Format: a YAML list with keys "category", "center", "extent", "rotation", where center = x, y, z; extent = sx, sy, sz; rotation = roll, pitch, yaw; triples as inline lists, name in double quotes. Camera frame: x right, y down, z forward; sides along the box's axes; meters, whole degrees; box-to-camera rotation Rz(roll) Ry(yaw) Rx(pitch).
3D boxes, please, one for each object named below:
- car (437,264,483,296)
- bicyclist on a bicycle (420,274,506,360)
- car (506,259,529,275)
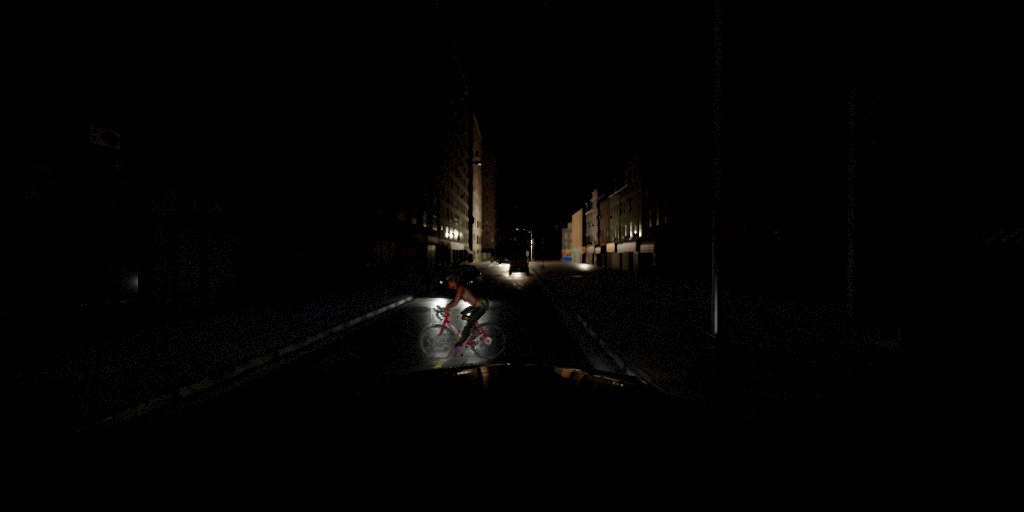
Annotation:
- category: "car"
  center: [-2.543, 1.169, 18.602]
  extent: [1.812, 1.442, 4.674]
  rotation: [0, 0, 1]
- category: "bicyclist on a bicycle"
  center: [-0.937, 1.165, 6.769]
  extent: [1.656, 1.620, 0.582]
  rotation: [-2, 0, 1]
- category: "car"
  center: [0.708, 1.017, 35.759]
  extent: [1.882, 1.535, 5.008]
  rotation: [0, 0, 1]
